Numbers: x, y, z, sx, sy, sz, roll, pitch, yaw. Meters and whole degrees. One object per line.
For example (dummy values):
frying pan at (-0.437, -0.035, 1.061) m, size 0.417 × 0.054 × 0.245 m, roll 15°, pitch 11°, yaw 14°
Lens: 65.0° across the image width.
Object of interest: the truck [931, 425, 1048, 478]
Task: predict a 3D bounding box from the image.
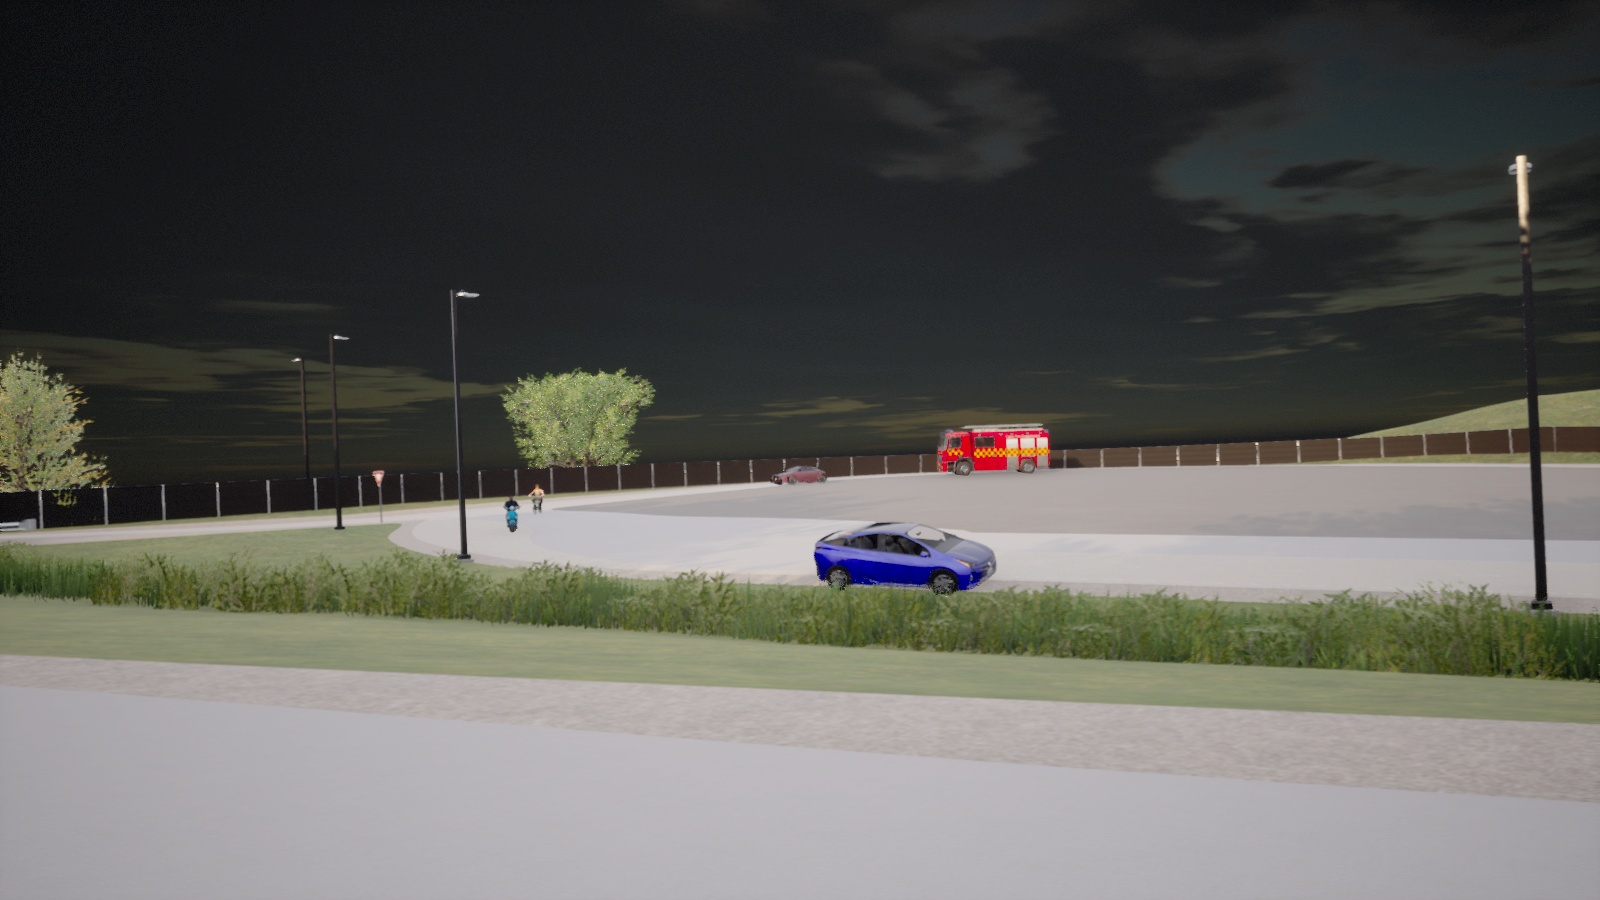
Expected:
truck at (14.723, 0.071, 97.862) m, size 8.468 × 3.827 × 2.891 m, roll -2°, pitch 2°, yaw -4°

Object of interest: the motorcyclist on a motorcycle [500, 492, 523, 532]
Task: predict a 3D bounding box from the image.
motorcyclist on a motorcycle at (-12.490, 2.655, 54.317) m, size 0.866 × 1.590 × 1.817 m, roll -1°, pitch 1°, yaw -17°

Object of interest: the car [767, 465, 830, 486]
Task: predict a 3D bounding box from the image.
car at (-0.107, 1.834, 91.780) m, size 4.181 × 1.385 × 1.994 m, roll -2°, pitch 0°, yaw -34°

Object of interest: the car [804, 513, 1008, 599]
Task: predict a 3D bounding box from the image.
car at (2.632, 2.583, 31.242) m, size 4.514 × 1.525 × 2.007 m, roll 0°, pitch 10°, yaw 29°
